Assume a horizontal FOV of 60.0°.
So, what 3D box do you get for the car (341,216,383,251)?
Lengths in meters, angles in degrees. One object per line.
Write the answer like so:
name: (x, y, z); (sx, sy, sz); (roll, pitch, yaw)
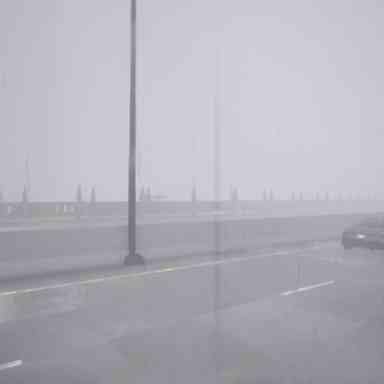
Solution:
car: (8.156, 1.701, 13.982); (4.181, 1.385, 1.994); (1, 0, -35)
